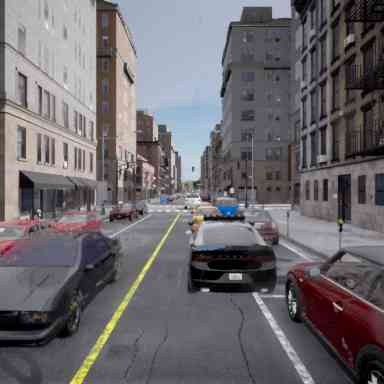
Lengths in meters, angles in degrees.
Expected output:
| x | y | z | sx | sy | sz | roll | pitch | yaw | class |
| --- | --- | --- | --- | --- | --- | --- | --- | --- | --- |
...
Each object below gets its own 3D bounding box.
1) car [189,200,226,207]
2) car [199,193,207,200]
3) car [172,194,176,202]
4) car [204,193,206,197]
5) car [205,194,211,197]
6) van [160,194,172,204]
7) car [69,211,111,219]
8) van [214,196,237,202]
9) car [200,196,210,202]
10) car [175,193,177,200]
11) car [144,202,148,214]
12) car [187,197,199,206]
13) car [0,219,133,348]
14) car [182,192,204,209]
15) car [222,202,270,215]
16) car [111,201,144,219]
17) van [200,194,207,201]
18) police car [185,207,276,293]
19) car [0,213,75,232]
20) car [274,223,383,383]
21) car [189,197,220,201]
| x | y | z | sx | sy | sz | roll | pitch | yaw | class |
| --- | --- | --- | --- | --- | --- | --- | --- | --- | --- |
| 0.873 | 1.455 | 19.072 | 1.801 | 1.575 | 5.366 | 0 | 0 | 0 | car |
| 2.919 | 1.291 | 91.058 | 2.192 | 1.841 | 5.009 | 0 | 0 | 0 | car |
| -5.212 | 1.548 | 74.859 | 1.947 | 1.339 | 4.313 | 0 | 0 | 0 | car |
| 2.883 | 1.299 | 69.433 | 2.192 | 1.841 | 5.009 | 0 | 0 | 0 | car |
| 2.719 | 1.312 | 32.062 | 2.192 | 1.841 | 5.009 | 0 | 0 | 0 | car |
| -5.243 | 1.327 | 64.046 | 1.690 | 1.788 | 3.998 | 0 | 0 | 0 | van |
| -5.350 | 1.581 | 15.550 | 1.802 | 1.307 | 4.206 | 0 | 0 | 0 | car |
| 2.704 | 1.339 | 26.550 | 1.690 | 1.788 | 3.998 | 0 | 0 | 0 | van |
| 2.892 | 1.533 | 74.839 | 2.008 | 1.369 | 4.403 | 0 | 0 | 0 | car |
| -5.197 | 1.525 | 80.265 | 1.887 | 1.381 | 4.507 | 0 | 0 | 0 | car |
| -5.306 | 1.563 | 32.083 | 1.947 | 1.339 | 4.313 | 0 | 0 | 0 | car |
| 0.148 | 1.536 | 57.735 | 2.033 | 1.411 | 5.357 | 0 | 0 | 0 | car |
| -2.731 | 1.547 | 6.873 | 2.033 | 1.411 | 5.357 | 0 | 0 | 0 | car |
| 0.117 | 1.209 | 44.457 | 2.150 | 2.045 | 5.566 | 0 | 0 | 0 | car |
| 2.675 | 1.440 | 15.529 | 1.967 | 1.590 | 4.097 | 0 | 0 | 0 | car |
| -5.321 | 1.543 | 26.572 | 1.887 | 1.381 | 4.507 | 0 | 0 | 0 | car |
| 2.910 | 1.319 | 85.651 | 1.690 | 1.788 | 3.998 | 0 | 0 | 0 | van |
| 0.847 | 1.426 | 8.992 | 1.930 | 1.638 | 5.238 | 0 | 0 | 0 | police car |
| -5.364 | 1.544 | 10.038 | 1.887 | 1.381 | 4.507 | 0 | 0 | 0 | car |
| 2.647 | 1.440 | 4.507 | 1.967 | 1.590 | 4.097 | 0 | 0 | 0 | car |
| 0.888 | 1.454 | 25.072 | 1.801 | 1.575 | 5.366 | 0 | 0 | 0 | car |
